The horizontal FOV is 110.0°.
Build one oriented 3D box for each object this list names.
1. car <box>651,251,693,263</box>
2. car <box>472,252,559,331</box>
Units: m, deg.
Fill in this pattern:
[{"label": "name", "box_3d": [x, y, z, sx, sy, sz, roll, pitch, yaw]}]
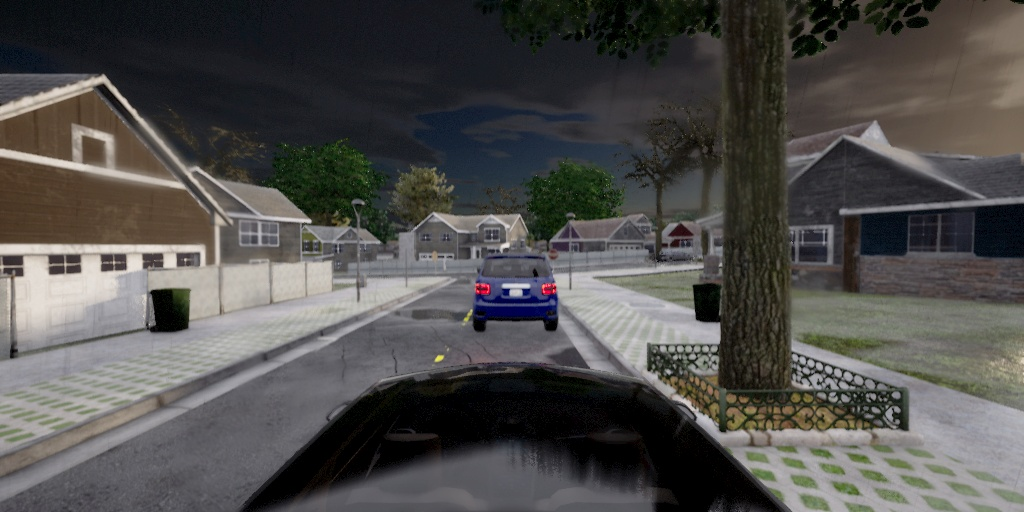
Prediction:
[{"label": "car", "box_3d": [19.307, 0.081, 43.071, 5.357, 1.411, 2.033, -3, 2, -25]}, {"label": "car", "box_3d": [0.080, 0.910, 10.876, 2.150, 2.045, 5.566, 0, 0, 0]}]
